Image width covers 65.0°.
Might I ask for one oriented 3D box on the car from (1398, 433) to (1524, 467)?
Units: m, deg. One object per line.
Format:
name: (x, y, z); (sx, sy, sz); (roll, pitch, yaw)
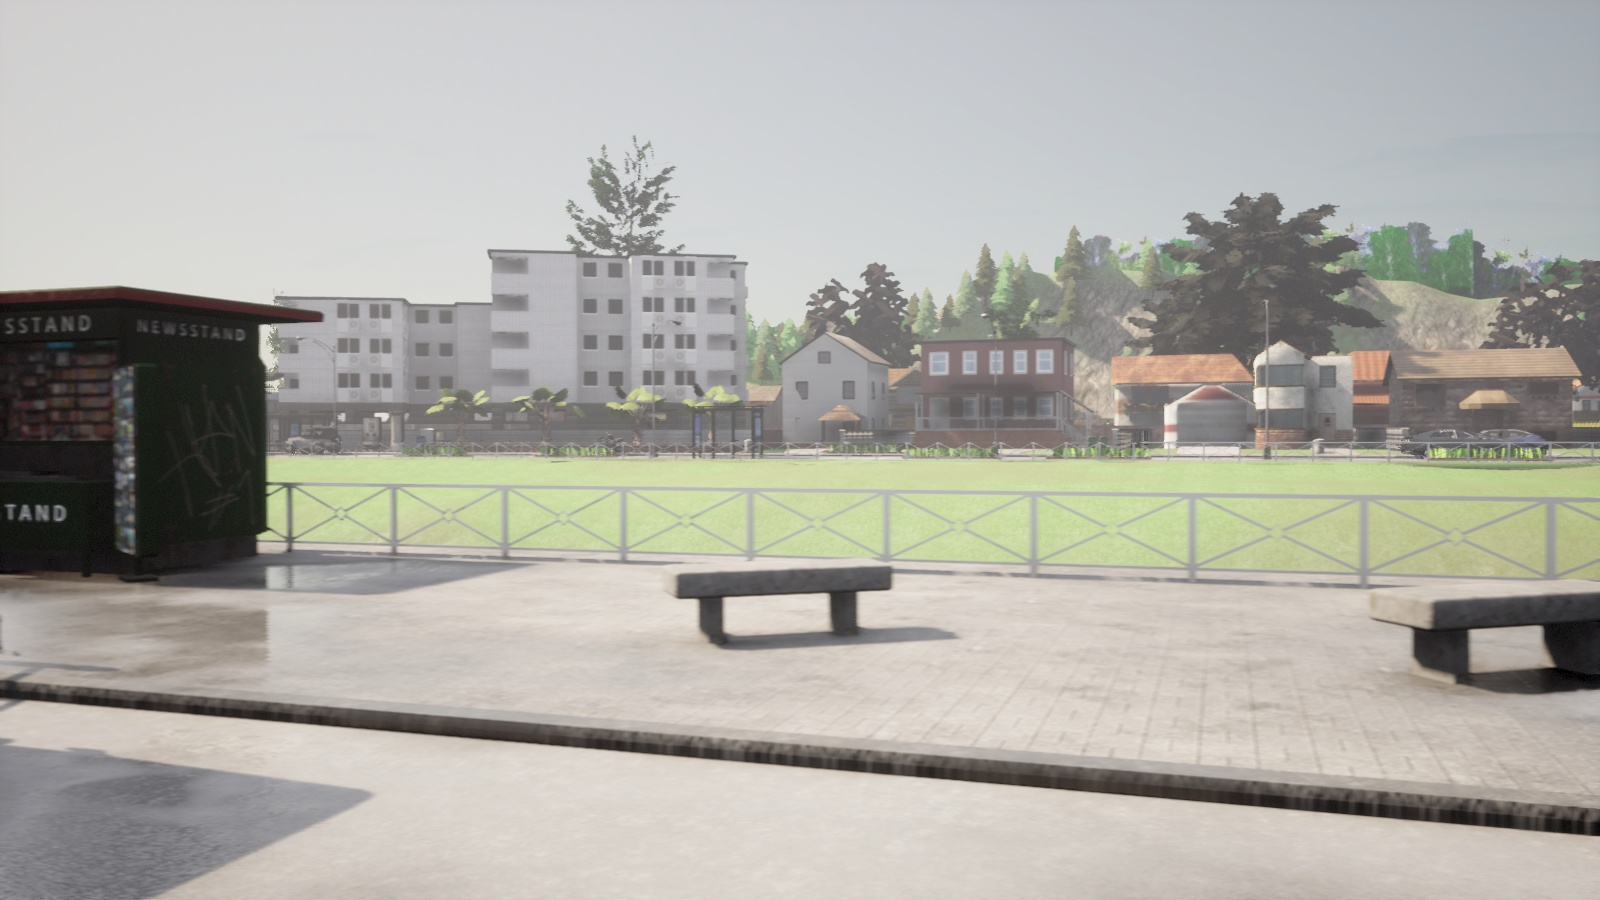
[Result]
car: (30.706, -0.038, 58.477); (4.902, 1.511, 2.128); (1, 1, 19)

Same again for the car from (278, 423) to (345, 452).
car: (-32.703, -0.846, 84.043); (3.866, 1.878, 1.905); (1, 1, 19)

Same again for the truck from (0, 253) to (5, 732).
truck: (-6.996, 0.216, 6.065); (5.204, 2.467, 2.627); (1, 1, 19)

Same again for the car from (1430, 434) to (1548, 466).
car: (33.754, -0.034, 61.672); (4.792, 1.488, 2.163); (1, 1, 19)

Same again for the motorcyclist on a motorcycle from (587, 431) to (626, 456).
motorcyclist on a motorcycle: (-11.868, -0.417, 77.032); (2.191, 1.530, 0.866); (1, 1, 19)
